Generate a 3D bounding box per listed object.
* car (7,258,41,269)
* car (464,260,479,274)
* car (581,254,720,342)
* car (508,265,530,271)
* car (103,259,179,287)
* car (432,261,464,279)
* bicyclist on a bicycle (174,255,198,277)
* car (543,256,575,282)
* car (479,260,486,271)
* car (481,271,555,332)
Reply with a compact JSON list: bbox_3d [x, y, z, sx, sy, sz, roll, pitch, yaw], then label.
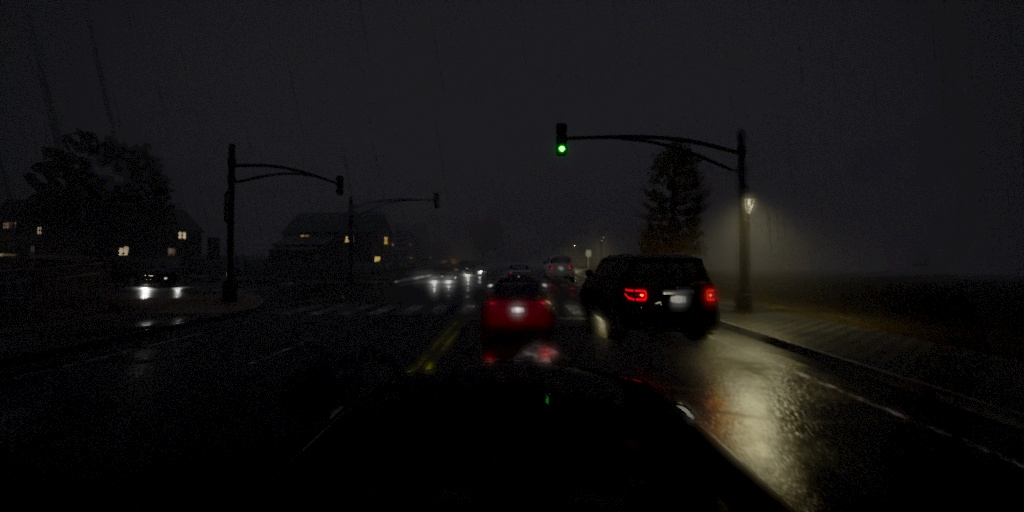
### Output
[{"bbox_3d":[-30.863,0.812,22.749,5.357,1.411,2.033,1,-1,15],"label":"car"},{"bbox_3d":[-5.587,1.345,43.058,1.837,1.490,4.892,0,0,3],"label":"car"},{"bbox_3d":[3.413,0.983,9.965,2.150,2.045,5.566,0,0,1],"label":"car"},{"bbox_3d":[0.627,1.406,31.162,1.895,1.301,4.718,0,0,2],"label":"car"},{"bbox_3d":[-21.283,0.927,20.231,4.892,1.490,1.837,1,-1,15],"label":"car"},{"bbox_3d":[-6.027,1.362,33.189,2.033,1.411,5.357,0,0,-1],"label":"car"},{"bbox_3d":[-24.708,0.768,27.196,0.582,1.620,1.656,1,-1,15],"label":"bicyclist on a bicycle"},{"bbox_3d":[3.832,1.021,29.701,2.150,2.045,5.566,0,0,2],"label":"car"},{"bbox_3d":[-5.036,1.377,53.027,1.837,1.490,4.892,0,0,4],"label":"car"},{"bbox_3d":[0.179,1.328,10.988,1.994,1.385,4.181,0,0,1],"label":"car"}]
